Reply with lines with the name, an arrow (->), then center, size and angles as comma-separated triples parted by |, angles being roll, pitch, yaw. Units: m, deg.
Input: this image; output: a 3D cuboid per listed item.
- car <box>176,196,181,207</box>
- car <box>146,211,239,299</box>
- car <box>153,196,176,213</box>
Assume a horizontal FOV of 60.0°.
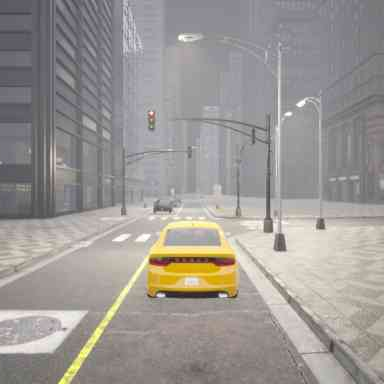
car -> -3.103, 1.553, 48.454 | 2.033, 1.411, 5.357 | 0, 0, 0
car -> 0.028, 1.477, 8.538 | 1.882, 1.535, 5.008 | 0, 0, 1
car -> -3.110, 1.479, 36.478 | 1.882, 1.535, 5.008 | 0, 0, -1
